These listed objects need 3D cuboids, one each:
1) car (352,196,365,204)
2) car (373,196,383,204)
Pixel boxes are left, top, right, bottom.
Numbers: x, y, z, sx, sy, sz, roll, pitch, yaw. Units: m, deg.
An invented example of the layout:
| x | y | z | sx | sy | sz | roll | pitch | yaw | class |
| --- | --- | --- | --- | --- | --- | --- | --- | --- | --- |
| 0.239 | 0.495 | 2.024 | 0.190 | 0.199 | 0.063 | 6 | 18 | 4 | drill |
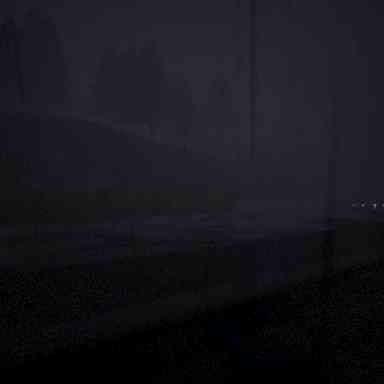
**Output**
| x | y | z | sx | sy | sz | roll | pitch | yaw | class |
| --- | --- | --- | --- | --- | --- | --- | --- | --- | --- |
| 32.071 | 1.449 | 63.863 | 1.882 | 1.535 | 5.008 | 0 | 0 | 32 | car |
| 35.080 | 1.469 | 62.076 | 1.837 | 1.490 | 4.892 | 0 | 0 | 32 | car |
